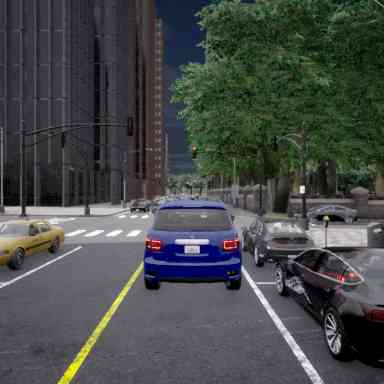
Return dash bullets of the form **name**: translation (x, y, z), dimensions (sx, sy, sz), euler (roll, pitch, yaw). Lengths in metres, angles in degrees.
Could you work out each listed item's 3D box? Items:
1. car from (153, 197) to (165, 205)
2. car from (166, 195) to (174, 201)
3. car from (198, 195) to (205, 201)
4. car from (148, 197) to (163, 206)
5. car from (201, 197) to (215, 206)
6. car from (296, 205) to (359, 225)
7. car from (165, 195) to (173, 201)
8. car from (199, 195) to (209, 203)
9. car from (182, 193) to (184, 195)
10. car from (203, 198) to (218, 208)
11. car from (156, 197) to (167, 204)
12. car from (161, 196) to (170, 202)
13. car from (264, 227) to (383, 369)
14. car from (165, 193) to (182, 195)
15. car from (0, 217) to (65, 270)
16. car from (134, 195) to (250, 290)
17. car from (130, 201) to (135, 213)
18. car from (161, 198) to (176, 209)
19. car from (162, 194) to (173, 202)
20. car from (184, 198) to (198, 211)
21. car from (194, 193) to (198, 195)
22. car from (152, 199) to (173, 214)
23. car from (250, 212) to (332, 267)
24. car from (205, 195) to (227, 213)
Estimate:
- **car**: translation (-5.918, 1.620, 59.699), dimensions (1.802, 1.307, 4.206), euler (0, 0, 0)
- **car**: translation (-6.004, 1.626, 92.442), dimensions (1.887, 1.381, 4.507), euler (0, 0, 0)
- **car**: translation (2.535, 1.598, 87.181), dimensions (1.752, 1.417, 4.829), euler (0, 0, 0)
- **car**: translation (-5.904, 1.582, 54.242), dimensions (2.008, 1.369, 4.403), euler (0, 0, 0)
- **car**: translation (2.621, 1.582, 54.272), dimensions (2.008, 1.369, 4.403), euler (0, 0, 0)
- **car**: translation (10.334, 1.731, 25.770), dimensions (4.902, 1.511, 2.128), euler (1, 0, -5)
- **car**: translation (-5.990, 1.617, 86.984), dimensions (1.887, 1.381, 4.507), euler (0, 0, 0)
- **car**: translation (2.578, 1.491, 70.642), dimensions (1.967, 1.590, 4.097), euler (0, 0, 0)
- **car**: translation (-3.182, 1.517, 69.864), dimensions (2.128, 1.511, 4.902), euler (0, 0, 0)
- **car**: translation (2.635, 1.591, 48.816), dimensions (1.947, 1.339, 4.313), euler (0, 0, 0)
- **car**: translation (-5.933, 1.627, 65.156), dimensions (1.802, 1.307, 4.206), euler (0, 0, 0)
- **car**: translation (-5.961, 1.640, 76.071), dimensions (1.802, 1.307, 4.206), euler (0, 0, 0)
- **car**: translation (2.749, 1.566, 5.725), dimensions (1.947, 1.339, 4.313), euler (0, 0, 0)
- **car**: translation (-3.230, 1.387, 56.894), dimensions (2.097, 1.767, 4.553), euler (0, 0, 0)
- **car**: translation (-5.790, 1.526, 11.037), dimensions (1.752, 1.417, 4.829), euler (0, 0, 0)
- **car**: translation (0.050, 1.222, 9.218), dimensions (2.150, 2.045, 5.566), euler (0, 0, 1)
- **car**: translation (-5.861, 1.579, 37.872), dimensions (1.947, 1.339, 4.313), euler (0, 0, 0)
- **car**: translation (-3.218, 1.548, 46.748), dimensions (1.812, 1.442, 4.674), euler (0, 0, 0)
- **car**: translation (-5.975, 1.380, 81.528), dimensions (2.192, 1.841, 5.009), euler (0, 0, 0)
- **car**: translation (-0.090, 1.526, 43.547), dimensions (1.837, 1.490, 4.892), euler (0, 0, 1)
- **car**: translation (-0.103, 1.550, 70.557), dimensions (2.128, 1.511, 4.902), euler (0, 0, 0)
- **car**: translation (-3.234, 1.538, 36.779), dimensions (1.812, 1.442, 4.674), euler (0, 0, 1)
- **car**: translation (2.734, 1.551, 11.238), dimensions (2.008, 1.369, 4.403), euler (0, 0, 0)
- **car**: translation (2.664, 1.328, 37.903), dimensions (2.192, 1.841, 5.009), euler (0, 0, 0)
